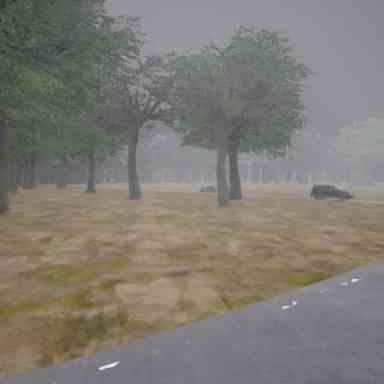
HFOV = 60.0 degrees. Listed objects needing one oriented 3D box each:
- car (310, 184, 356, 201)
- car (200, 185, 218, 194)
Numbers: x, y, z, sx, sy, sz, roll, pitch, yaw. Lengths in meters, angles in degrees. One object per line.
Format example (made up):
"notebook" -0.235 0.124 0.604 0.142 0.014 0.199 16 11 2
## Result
"car" 18.495 0.072 43.919 5.566 2.045 2.150 3 1 44
"car" 3.817 -0.432 58.134 5.357 1.411 2.033 3 2 44
